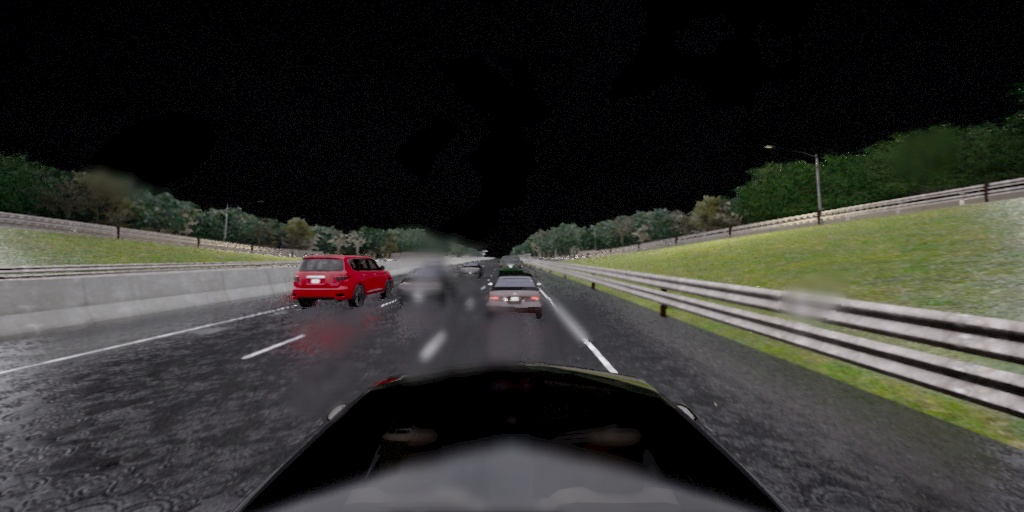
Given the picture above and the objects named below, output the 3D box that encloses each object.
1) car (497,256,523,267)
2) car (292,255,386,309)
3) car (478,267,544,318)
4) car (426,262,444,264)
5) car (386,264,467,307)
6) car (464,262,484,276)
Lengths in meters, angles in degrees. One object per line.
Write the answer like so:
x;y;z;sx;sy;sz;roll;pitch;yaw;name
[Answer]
-0.173;1.005;33.330;2.150;2.045;5.566;0;0;-1;car
-6.903;0.984;15.273;2.150;2.045;5.566;0;0;0;car
0.107;1.307;12.994;2.033;1.411;5.357;0;0;0;car
-7.186;1.272;33.675;2.128;1.511;4.902;0;0;-1;car
-3.407;1.254;15.444;2.128;1.511;4.902;0;0;0;car
-3.684;1.274;33.665;2.128;1.511;4.902;0;0;-1;car
